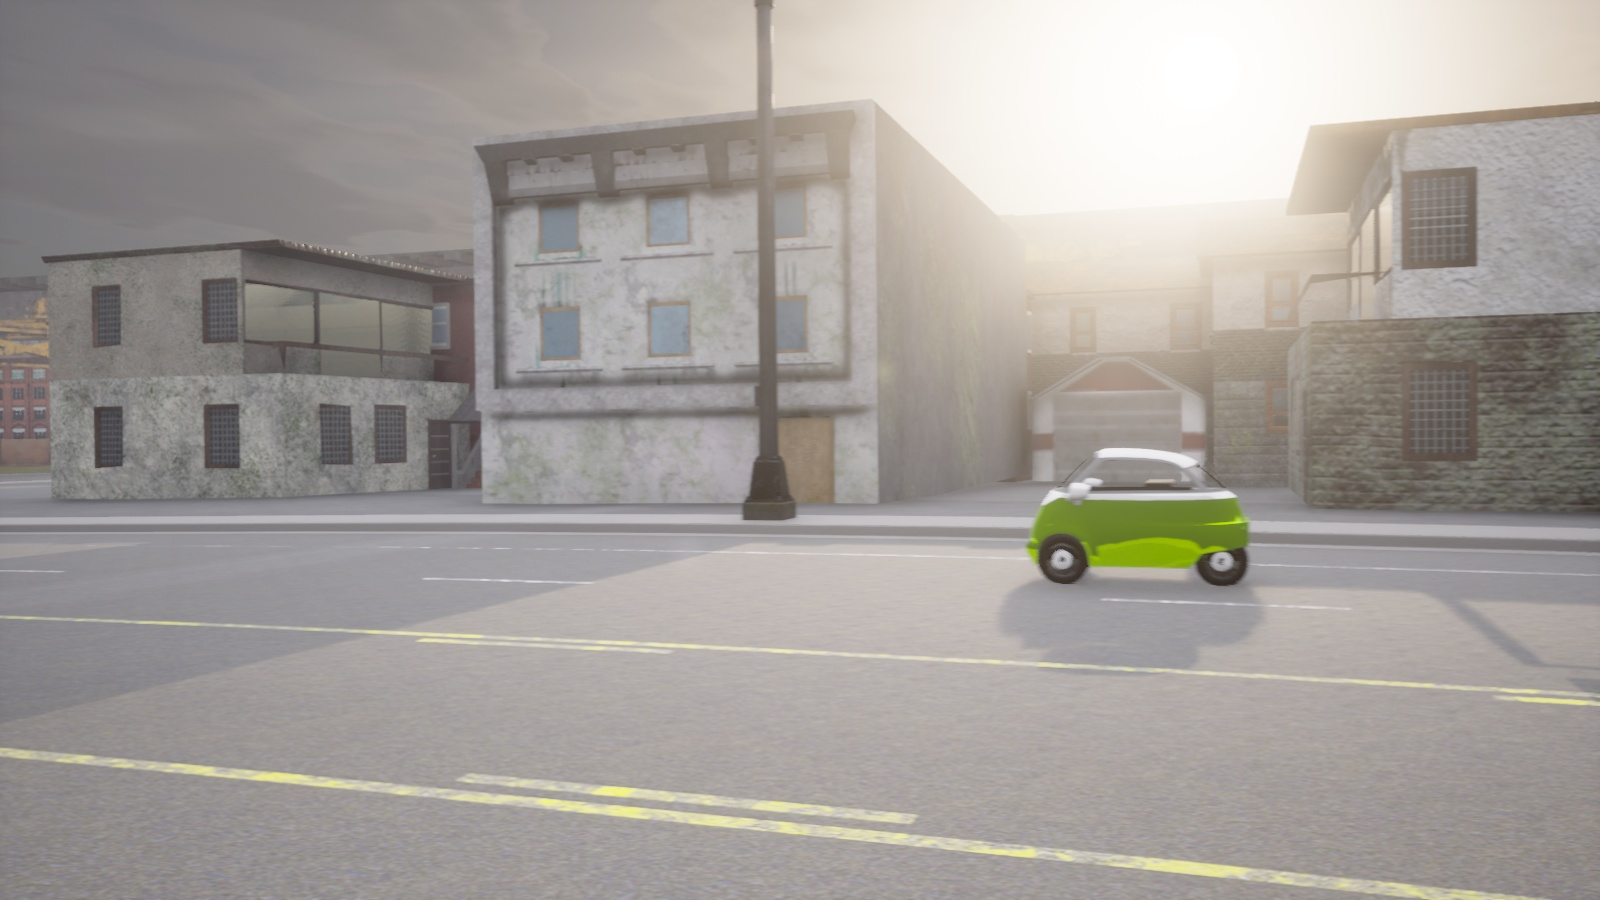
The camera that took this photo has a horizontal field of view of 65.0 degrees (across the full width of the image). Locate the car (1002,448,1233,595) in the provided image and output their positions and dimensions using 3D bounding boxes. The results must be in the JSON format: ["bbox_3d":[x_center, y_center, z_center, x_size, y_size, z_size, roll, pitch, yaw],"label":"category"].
[{"bbox_3d":[3.351,0.684,13.144,2.207,1.376,1.481,1,1,19],"label":"car"}]
